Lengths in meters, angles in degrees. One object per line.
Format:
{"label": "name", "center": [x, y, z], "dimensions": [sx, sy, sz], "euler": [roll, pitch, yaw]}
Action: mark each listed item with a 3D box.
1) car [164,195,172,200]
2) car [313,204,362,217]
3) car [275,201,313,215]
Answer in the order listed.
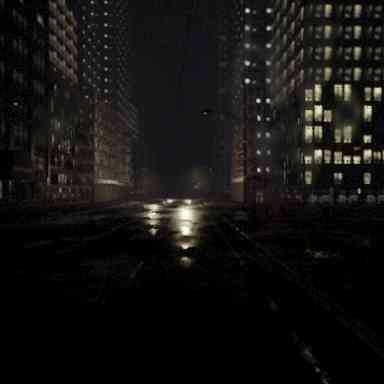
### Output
{"label": "car", "center": [-6.523, 1.429, 90.707], "dimensions": [1.882, 1.535, 5.008], "euler": [0, 0, 0]}
{"label": "car", "center": [15.912, 1.962, 35.798], "dimensions": [4.403, 1.369, 2.008], "euler": [1, 0, -1]}
{"label": "car", "center": [12.241, 1.817, 38.562], "dimensions": [5.008, 1.535, 1.882], "euler": [1, 1, -1]}
